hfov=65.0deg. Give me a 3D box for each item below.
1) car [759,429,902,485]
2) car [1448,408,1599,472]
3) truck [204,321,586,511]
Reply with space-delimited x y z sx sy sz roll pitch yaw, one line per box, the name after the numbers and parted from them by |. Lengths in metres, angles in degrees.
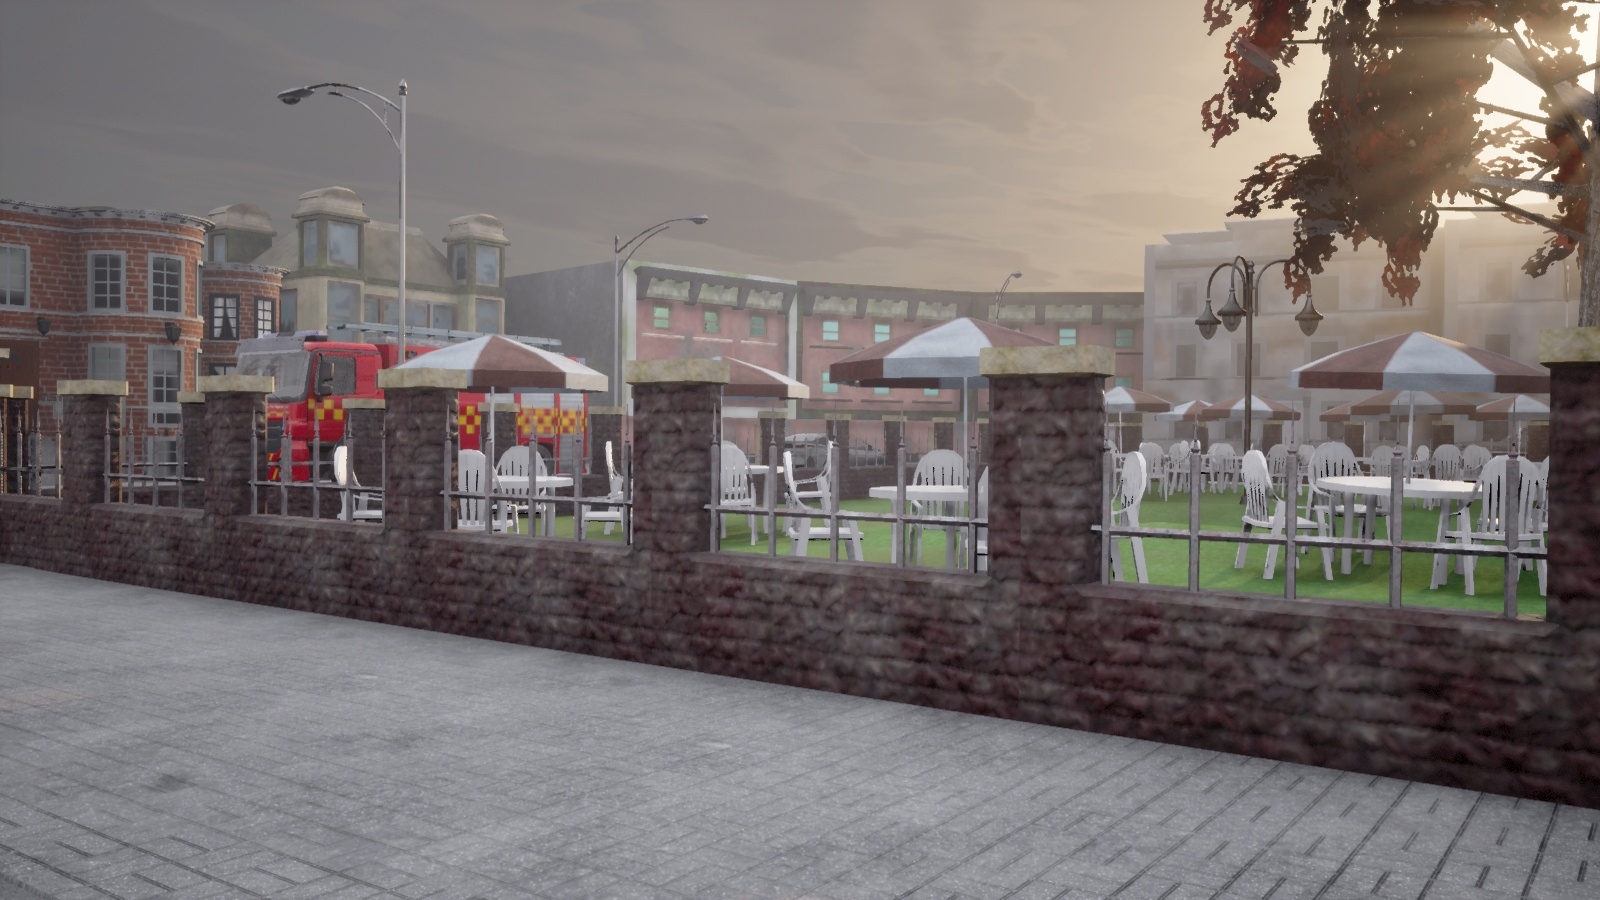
0.967 0.164 37.047 2.007 1.525 4.514 0 1 35 | car
24.946 -0.349 42.028 5.566 2.045 2.150 0 1 35 | car
-9.172 -0.755 29.677 2.891 3.827 8.468 0 1 36 | truck
